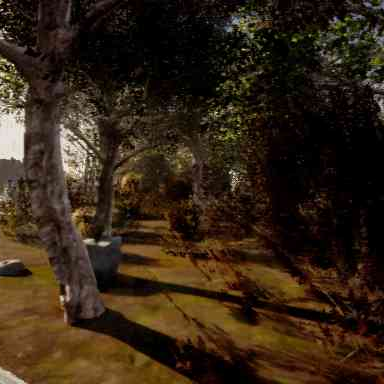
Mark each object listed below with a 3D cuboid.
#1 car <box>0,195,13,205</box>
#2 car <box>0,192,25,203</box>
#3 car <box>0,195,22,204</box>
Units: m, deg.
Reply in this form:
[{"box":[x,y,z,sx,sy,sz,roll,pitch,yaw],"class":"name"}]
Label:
[{"box":[-33.946,1.378,57.055,5.366,1.575,1.946,0,0,-16],"class":"car"},{"box":[-36.086,1.105,65.260,5.566,2.045,2.435,0,0,-16],"class":"car"},{"box":[-35.155,1.363,62.588,5.366,1.575,1.946,0,0,-16],"class":"car"}]
